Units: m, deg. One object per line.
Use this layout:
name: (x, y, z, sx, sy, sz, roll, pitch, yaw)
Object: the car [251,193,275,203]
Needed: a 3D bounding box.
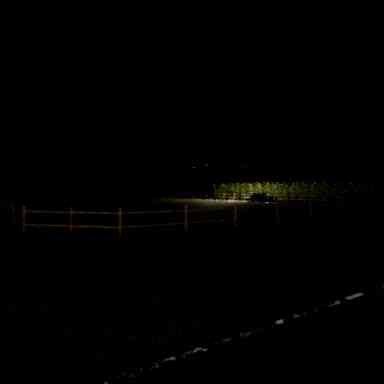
car: (12.756, 0.965, 60.014, 2.097, 1.767, 4.553, 0, 0, -32)
